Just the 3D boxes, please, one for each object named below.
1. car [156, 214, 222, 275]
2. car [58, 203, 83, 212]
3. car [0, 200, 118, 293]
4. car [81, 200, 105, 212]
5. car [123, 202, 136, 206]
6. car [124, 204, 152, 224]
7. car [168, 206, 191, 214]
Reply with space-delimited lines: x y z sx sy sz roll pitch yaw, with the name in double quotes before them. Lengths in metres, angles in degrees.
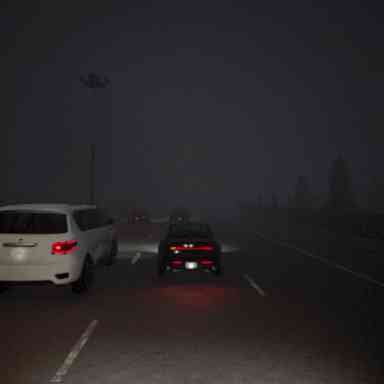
"car" -0.141 1.704 11.090 1.837 1.490 4.892 1 -1 -3
"car" -19.253 2.370 52.960 1.895 1.301 4.718 1 -1 3
"car" -3.547 1.336 9.272 2.150 2.045 5.566 1 -1 -3
"car" -15.707 2.168 52.958 2.097 1.767 4.553 1 -1 3
"car" -11.352 2.572 61.564 1.812 1.442 4.674 0 -1 8
"car" -4.585 2.025 29.361 1.812 1.442 4.674 1 -1 -3
"car" -1.143 2.065 30.571 2.128 1.511 4.902 1 -1 -3
